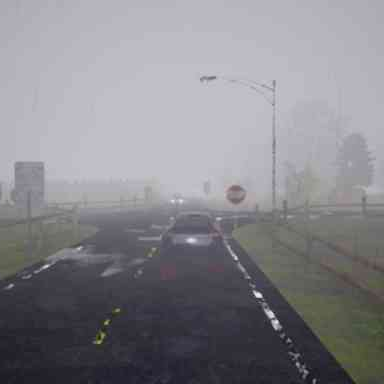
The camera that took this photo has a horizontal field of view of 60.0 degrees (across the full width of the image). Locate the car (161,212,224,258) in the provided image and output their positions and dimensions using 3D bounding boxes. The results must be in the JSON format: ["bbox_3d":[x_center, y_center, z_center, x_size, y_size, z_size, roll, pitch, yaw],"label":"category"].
[{"bbox_3d":[0.108,1.387,11.961,1.994,1.385,4.181,0,1,3],"label":"car"}]

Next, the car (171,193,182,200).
[{"bbox_3d":[-2.774,0.753,62.067,1.895,1.301,4.718,0,1,1],"label":"car"}]
